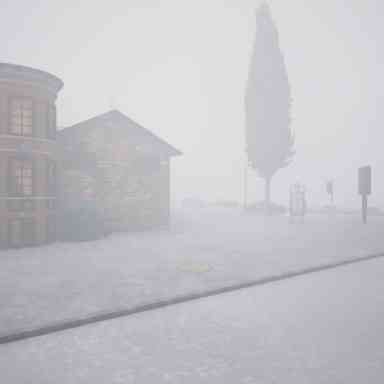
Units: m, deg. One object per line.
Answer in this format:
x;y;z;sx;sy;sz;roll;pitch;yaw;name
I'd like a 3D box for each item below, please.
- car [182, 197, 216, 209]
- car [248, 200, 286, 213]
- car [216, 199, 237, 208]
0.511;1.487;45.625;2.128;1.511;4.902;0;0;-35;car
7.851;1.564;35.343;1.994;1.385;4.181;0;0;-36;car
4.235;1.601;47.627;1.895;1.301;4.718;0;0;-36;car
